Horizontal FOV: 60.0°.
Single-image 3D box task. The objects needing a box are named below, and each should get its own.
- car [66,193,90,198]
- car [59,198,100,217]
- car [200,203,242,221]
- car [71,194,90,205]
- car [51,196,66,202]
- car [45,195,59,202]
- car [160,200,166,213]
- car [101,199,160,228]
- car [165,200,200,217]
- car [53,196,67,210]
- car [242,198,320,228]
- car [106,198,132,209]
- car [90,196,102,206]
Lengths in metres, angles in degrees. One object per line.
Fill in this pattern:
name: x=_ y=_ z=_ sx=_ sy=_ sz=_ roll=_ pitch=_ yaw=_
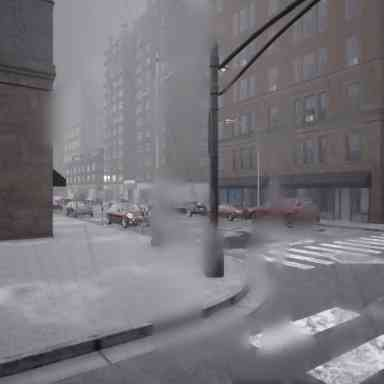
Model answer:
car: x=-18.187 y=1.176 z=51.781 sx=2.150 sy=2.045 sz=5.566 roll=0 pitch=0 yaw=-35
car: x=-10.465 y=1.530 z=30.799 sx=2.008 sy=1.369 sz=4.403 roll=0 pitch=0 yaw=-35
car: x=2.853 y=1.571 z=26.693 sx=1.802 sy=1.307 sz=4.206 roll=0 pitch=0 yaw=-35
car: x=-20.017 y=1.298 z=59.616 sx=2.097 sy=1.767 sz=4.553 roll=0 pitch=0 yaw=-35
car: x=-28.947 y=1.478 z=71.857 sx=2.008 sy=1.369 sz=4.403 roll=0 pitch=0 yaw=-35
car: x=-32.127 y=1.471 z=76.374 sx=2.008 sy=1.369 sz=4.403 roll=0 pitch=0 yaw=-35
car: x=-3.507 y=1.529 z=35.726 sx=2.008 sy=1.369 sz=4.403 roll=0 pitch=0 yaw=-35
car: x=-4.103 y=1.430 z=21.763 sx=1.967 sy=1.590 sz=4.097 roll=0 pitch=0 yaw=-35
car: x=-0.327 y=1.550 z=31.209 sx=1.947 sy=1.339 sz=4.313 roll=0 pitch=0 yaw=-35
car: x=-16.827 y=1.511 z=39.835 sx=1.887 sy=1.381 sz=4.507 roll=0 pitch=0 yaw=-35
car: x=6.033 y=1.309 z=22.176 sx=2.192 sy=1.841 sz=5.009 roll=0 pitch=0 yaw=-35
car: x=-9.867 y=1.532 z=44.759 sx=1.947 sy=1.339 sz=4.313 roll=0 pitch=0 yaw=-35
car: x=-15.977 y=1.457 z=53.936 sx=1.837 sy=1.490 sz=4.892 roll=0 pitch=0 yaw=-35
